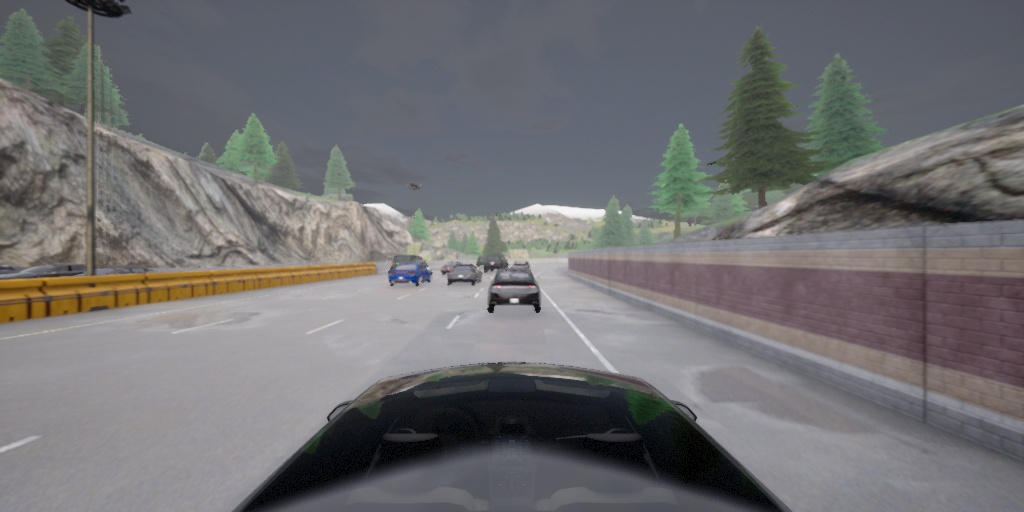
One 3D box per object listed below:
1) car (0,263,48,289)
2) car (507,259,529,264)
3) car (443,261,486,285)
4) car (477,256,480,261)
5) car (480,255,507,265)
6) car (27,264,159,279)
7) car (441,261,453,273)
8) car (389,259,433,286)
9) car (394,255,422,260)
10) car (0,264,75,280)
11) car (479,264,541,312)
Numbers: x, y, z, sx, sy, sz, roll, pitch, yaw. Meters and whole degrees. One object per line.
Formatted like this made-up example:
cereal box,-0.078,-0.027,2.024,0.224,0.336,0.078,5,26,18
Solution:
car,-31.547,1.228,21.107,2.128,1.511,4.902,0,0,1
car,1.042,1.206,37.385,2.128,1.511,4.902,0,0,6
car,-3.329,1.290,25.815,1.994,1.385,4.181,0,0,2
car,-4.336,0.905,63.441,2.150,2.045,5.566,0,0,18
car,-1.791,0.932,42.798,2.150,2.045,5.566,0,0,9
car,-21.074,1.284,19.104,2.033,1.411,5.357,0,0,0
car,-5.986,1.261,38.237,2.033,1.411,5.357,0,0,7
car,-6.871,1.205,24.810,1.882,1.535,5.008,0,0,1
car,-9.854,0.936,35.179,2.150,2.045,5.566,0,0,6
car,-28.038,1.240,21.950,1.837,1.490,4.892,0,0,1
car,0.082,1.230,14.094,2.128,1.511,4.902,0,0,0
